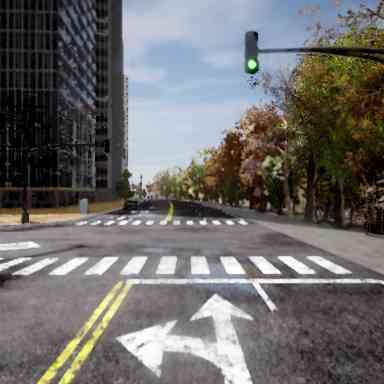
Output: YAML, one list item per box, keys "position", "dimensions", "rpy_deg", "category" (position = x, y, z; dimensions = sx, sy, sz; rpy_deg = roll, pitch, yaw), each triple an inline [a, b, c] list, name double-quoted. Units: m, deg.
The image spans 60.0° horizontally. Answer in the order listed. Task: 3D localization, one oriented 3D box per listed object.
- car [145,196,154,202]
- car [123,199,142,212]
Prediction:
- position: [-9.711, 1.681, 76.355]
  dimensions: [2.097, 1.767, 4.553]
  rpy_deg: [0, 0, -5]
  category: "car"
- position: [-7.512, 1.713, 42.116]
  dimensions: [1.882, 1.535, 5.008]
  rpy_deg: [0, 0, -3]
  category: "car"
